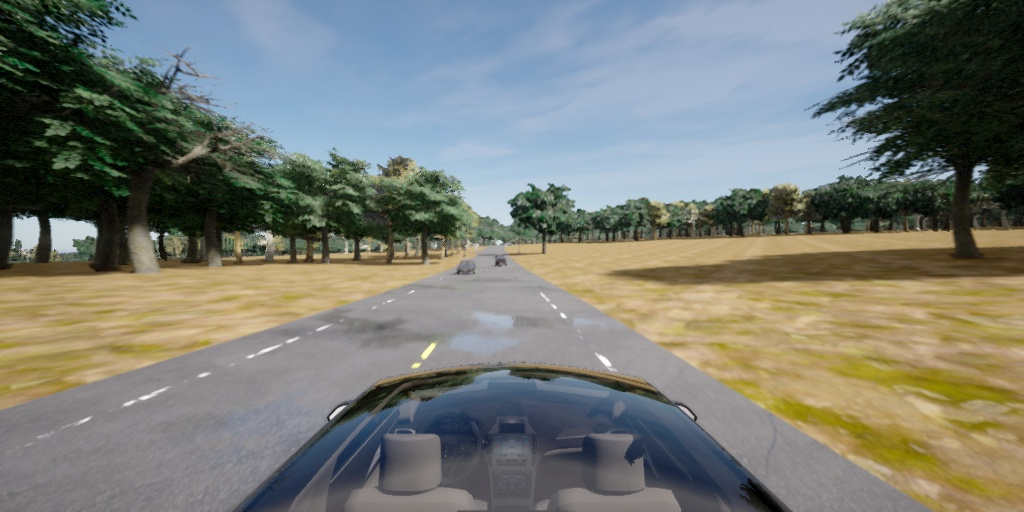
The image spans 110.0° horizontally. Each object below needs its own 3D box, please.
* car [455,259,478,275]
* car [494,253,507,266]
[{"bbox_3d":[-4.548,1.111,36.421,1.837,1.490,4.892,0,1,-2],"label":"car"},{"bbox_3d":[-1.809,0.767,58.377,1.837,1.490,4.892,0,1,-2],"label":"car"}]
